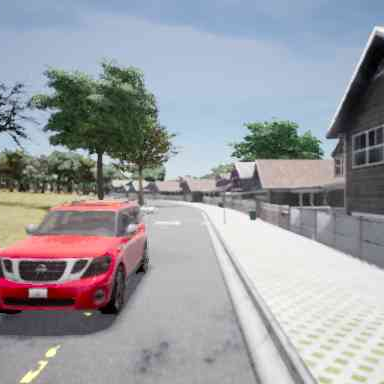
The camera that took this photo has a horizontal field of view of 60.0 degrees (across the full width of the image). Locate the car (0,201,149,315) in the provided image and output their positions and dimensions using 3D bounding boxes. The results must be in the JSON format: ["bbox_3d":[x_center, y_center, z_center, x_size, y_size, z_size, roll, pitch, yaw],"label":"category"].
[{"bbox_3d":[-2.395,1.264,7.997,2.150,2.045,5.566,0,0,1],"label":"car"}]
